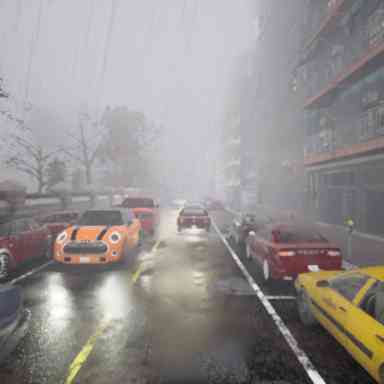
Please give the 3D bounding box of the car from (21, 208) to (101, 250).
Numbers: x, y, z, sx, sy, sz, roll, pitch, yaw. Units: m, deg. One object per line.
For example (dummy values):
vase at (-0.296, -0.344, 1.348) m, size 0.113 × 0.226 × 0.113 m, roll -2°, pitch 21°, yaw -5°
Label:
car at (-5.692, 1.549, 15.158) m, size 1.887 × 1.381 × 4.507 m, roll 0°, pitch 0°, yaw 0°

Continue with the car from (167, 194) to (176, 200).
car at (-5.685, 1.376, 92.650) m, size 2.192 × 1.841 × 5.009 m, roll 0°, pitch 0°, yaw 0°

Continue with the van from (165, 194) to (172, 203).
van at (-5.688, 1.381, 70.509) m, size 1.690 × 1.788 × 3.998 m, roll 0°, pitch 0°, yaw 0°

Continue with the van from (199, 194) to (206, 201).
van at (2.694, 1.396, 87.115) m, size 1.690 × 1.788 × 3.998 m, roll 0°, pitch 0°, yaw 0°

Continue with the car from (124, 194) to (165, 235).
car at (-2.999, 1.228, 19.230) m, size 2.150 × 2.045 × 5.566 m, roll 0°, pitch 0°, yaw 0°

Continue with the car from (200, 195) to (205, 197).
car at (2.692, 1.591, 53.904) m, size 1.947 × 1.339 × 4.313 m, roll 0°, pitch 0°, yaw 0°

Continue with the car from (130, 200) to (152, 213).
car at (-5.690, 1.596, 37.298) m, size 1.802 × 1.307 × 4.206 m, roll 0°, pitch 0°, yaw 0°

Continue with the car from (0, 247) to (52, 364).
car at (-3.094, 1.548, 2.178) m, size 2.033 × 1.411 × 5.357 m, roll 0°, pitch 0°, yaw 0°

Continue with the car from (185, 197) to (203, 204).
car at (0.100, 1.617, 41.719) m, size 1.895 × 1.301 × 4.718 m, roll 0°, pitch 0°, yaw 0°

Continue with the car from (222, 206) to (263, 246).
car at (2.688, 1.555, 15.158) m, size 2.008 × 1.369 × 4.403 m, roll 0°, pitch 0°, yaw 0°

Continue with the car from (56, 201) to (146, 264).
car at (-3.089, 1.356, 11.817) m, size 2.097 × 1.767 × 4.553 m, roll 0°, pitch 0°, yaw 0°

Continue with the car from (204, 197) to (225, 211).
car at (2.691, 1.558, 37.298) m, size 1.887 × 1.381 × 4.507 m, roll 0°, pitch 0°, yaw 0°

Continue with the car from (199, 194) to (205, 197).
car at (2.692, 1.470, 59.438) m, size 1.967 × 1.590 × 4.097 m, roll 0°, pitch 0°, yaw 0°

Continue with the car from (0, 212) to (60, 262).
car at (-5.693, 1.443, 9.622) m, size 1.967 × 1.590 × 4.097 m, roll 0°, pitch 0°, yaw 0°

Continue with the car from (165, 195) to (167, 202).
car at (-5.688, 1.576, 53.904) m, size 2.008 × 1.369 × 4.403 m, roll 0°, pitch 0°, yaw 0°

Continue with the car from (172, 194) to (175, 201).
car at (-5.687, 1.360, 76.045) m, size 2.192 × 1.841 × 5.009 m, roll 0°, pitch 0°, yaw 0°

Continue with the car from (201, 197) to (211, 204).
car at (2.693, 1.600, 64.974) m, size 1.947 × 1.339 × 4.313 m, roll 0°, pitch 0°, yaw 0°

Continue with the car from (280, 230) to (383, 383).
car at (2.687, 1.526, 4.257) m, size 1.752 × 1.417 × 4.829 m, roll 0°, pitch 0°, yaw 0°

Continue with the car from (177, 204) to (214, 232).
car at (0.102, 1.607, 20.282) m, size 1.895 × 1.301 × 4.718 m, roll 0°, pitch 0°, yaw 0°

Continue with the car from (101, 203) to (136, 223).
car at (-5.691, 1.590, 26.228) m, size 1.802 × 1.307 × 4.206 m, roll 0°, pitch 0°, yaw 0°

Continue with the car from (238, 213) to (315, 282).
car at (2.688, 1.547, 9.622) m, size 1.887 × 1.381 × 4.507 m, roll 0°, pitch 0°, yaw 0°

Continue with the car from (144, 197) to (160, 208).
car at (-5.689, 1.546, 48.198) m, size 1.752 × 1.417 × 4.829 m, roll 0°, pitch 0°, yaw 0°

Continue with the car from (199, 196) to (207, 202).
car at (2.695, 1.616, 81.579) m, size 1.947 × 1.339 × 4.313 m, roll 0°, pitch 0°, yaw 0°

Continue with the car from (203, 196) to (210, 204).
car at (2.691, 1.562, 42.833) m, size 1.887 × 1.381 × 4.507 m, roll 0°, pitch 0°, yaw 0°
